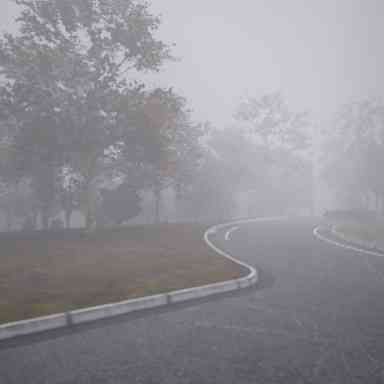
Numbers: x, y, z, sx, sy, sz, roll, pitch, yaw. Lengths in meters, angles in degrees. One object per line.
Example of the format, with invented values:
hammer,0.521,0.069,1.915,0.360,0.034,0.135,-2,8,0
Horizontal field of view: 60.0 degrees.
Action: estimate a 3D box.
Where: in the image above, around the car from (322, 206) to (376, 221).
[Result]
car,14.550,1.936,30.914,4.718,1.301,1.895,1,0,-20
